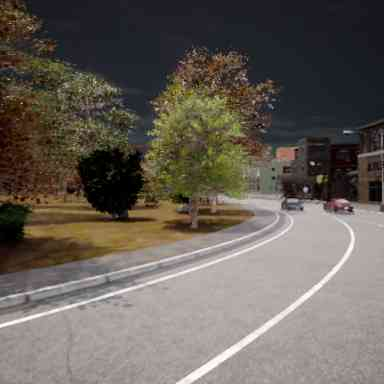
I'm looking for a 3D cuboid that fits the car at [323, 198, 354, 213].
[{"bbox_3d":[15.030,1.384,34.361,1.812,1.442,4.674,-1,0,4],"label":"car"}]

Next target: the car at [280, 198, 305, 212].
[{"bbox_3d":[11.453,1.439,38.068,1.812,1.442,4.674,-1,0,4],"label":"car"}]
